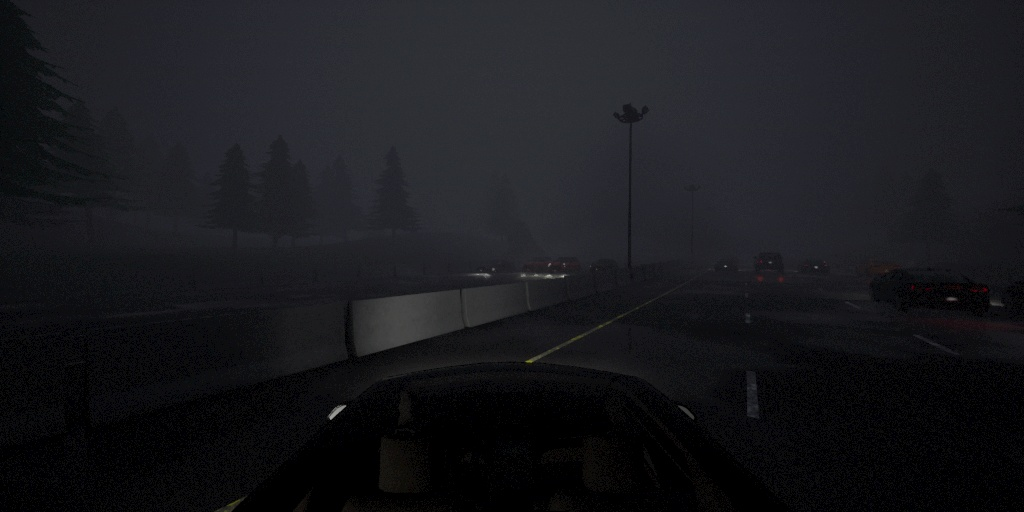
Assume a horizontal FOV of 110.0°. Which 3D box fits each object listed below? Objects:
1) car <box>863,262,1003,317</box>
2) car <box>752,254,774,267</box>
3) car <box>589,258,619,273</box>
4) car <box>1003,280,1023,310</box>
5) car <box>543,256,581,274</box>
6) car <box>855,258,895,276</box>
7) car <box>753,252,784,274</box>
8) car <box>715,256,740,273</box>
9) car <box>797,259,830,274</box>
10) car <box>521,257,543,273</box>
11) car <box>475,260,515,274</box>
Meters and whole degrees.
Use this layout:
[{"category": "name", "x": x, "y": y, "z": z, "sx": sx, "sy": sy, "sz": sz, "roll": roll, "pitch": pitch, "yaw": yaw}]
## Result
[{"category": "car", "x": 15.094, "y": 1.175, "z": 13.275, "sx": 1.882, "sy": 1.535, "sz": 5.008, "roll": 0, "pitch": 0, "yaw": 33}, {"category": "car", "x": 32.802, "y": 0.583, "z": 47.009, "sx": 2.128, "sy": 1.511, "sz": 4.902, "roll": 0, "pitch": 1, "yaw": 32}, {"category": "car", "x": 9.622, "y": 1.028, "z": 37.187, "sx": 1.837, "sy": 1.490, "sz": 4.892, "roll": 0, "pitch": 1, "yaw": 33}, {"category": "car", "x": 17.939, "y": 1.205, "z": 11.230, "sx": 1.837, "sy": 1.490, "sz": 4.892, "roll": 0, "pitch": 0, "yaw": 33}, {"category": "car", "x": 5.477, "y": 0.875, "z": 37.267, "sx": 2.097, "sy": 1.767, "sz": 4.553, "roll": 0, "pitch": 1, "yaw": 33}, {"category": "car", "x": 29.288, "y": 0.929, "z": 28.734, "sx": 1.882, "sy": 1.535, "sz": 5.008, "roll": 0, "pitch": 1, "yaw": 33}, {"category": "car", "x": 24.680, "y": 0.628, "z": 34.491, "sx": 2.150, "sy": 2.045, "sz": 5.566, "roll": 0, "pitch": 1, "yaw": 33}, {"category": "car", "x": 22.119, "y": 0.956, "z": 36.979, "sx": 1.994, "sy": 1.385, "sz": 4.181, "roll": 0, "pitch": 1, "yaw": 33}, {"category": "car", "x": 28.549, "y": 0.941, "z": 34.027, "sx": 1.994, "sy": 1.385, "sz": 4.181, "roll": 0, "pitch": 1, "yaw": 33}, {"category": "car", "x": 2.920, "y": 0.862, "z": 39.745, "sx": 2.097, "sy": 1.767, "sz": 4.553, "roll": 0, "pitch": 1, "yaw": 33}, {"category": "car", "x": -1.709, "y": 1.098, "z": 39.094, "sx": 2.033, "sy": 1.411, "sz": 5.357, "roll": 0, "pitch": 1, "yaw": 34}]
